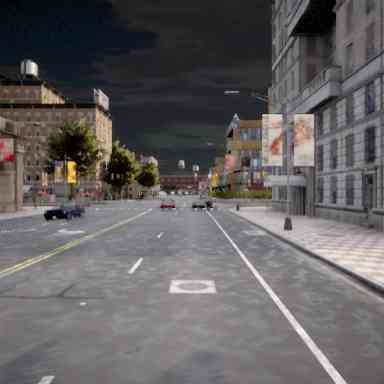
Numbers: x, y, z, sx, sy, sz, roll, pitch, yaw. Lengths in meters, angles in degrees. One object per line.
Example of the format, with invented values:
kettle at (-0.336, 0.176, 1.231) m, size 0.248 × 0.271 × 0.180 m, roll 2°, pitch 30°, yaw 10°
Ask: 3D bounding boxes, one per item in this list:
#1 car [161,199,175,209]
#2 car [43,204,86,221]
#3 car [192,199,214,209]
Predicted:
car at (-3.481, 1.642, 48.265) m, size 1.994 × 1.385 × 4.181 m, roll 0°, pitch 0°, yaw -2°
car at (-10.497, 1.645, 27.645) m, size 1.895 × 1.301 × 4.718 m, roll 0°, pitch 0°, yaw 0°
car at (1.612, 1.641, 47.761) m, size 1.994 × 1.385 × 4.181 m, roll 0°, pitch 0°, yaw 24°
